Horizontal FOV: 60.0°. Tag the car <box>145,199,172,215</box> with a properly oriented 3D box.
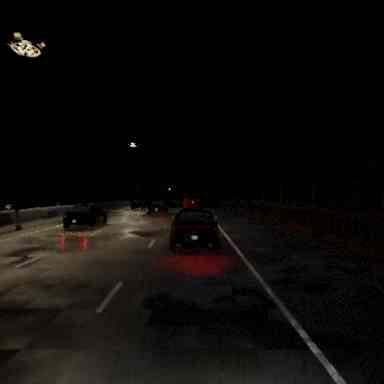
[{"bbox_3d":[-3.403,1.530,34.314,1.812,1.442,4.674,0,0,0],"label":"car"}]

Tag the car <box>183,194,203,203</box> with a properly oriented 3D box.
[{"bbox_3d":[0.095,1.233,40.598,2.150,2.045,5.566,0,0,0],"label":"car"}]

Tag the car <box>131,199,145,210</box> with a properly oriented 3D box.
[{"bbox_3d":[-6.905,1.595,44.577,2.033,1.411,5.357,0,-1,0],"label":"car"}]

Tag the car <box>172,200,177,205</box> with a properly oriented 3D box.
[{"bbox_3d":[-3.406,2.225,59.017,1.812,1.442,4.674,0,-4,0],"label":"car"}]

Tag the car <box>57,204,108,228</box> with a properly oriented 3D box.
[{"bbox_3d":[-6.903,1.524,21.798,1.812,1.442,4.674,0,0,0],"label":"car"}]

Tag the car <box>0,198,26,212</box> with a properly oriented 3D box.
[{"bbox_3d":[-17.592,1.355,32.398,2.097,1.767,4.553,0,0,0],"label":"car"}]

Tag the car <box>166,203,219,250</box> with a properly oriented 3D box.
[{"bbox_3d":[0.098,1.473,14.379,1.882,1.535,5.008,0,0,0],"label":"car"}]

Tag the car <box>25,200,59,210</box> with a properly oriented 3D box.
[{"bbox_3d":[-14.091,1.568,32.535,1.994,1.385,4.181,0,0,0],"label":"car"}]
